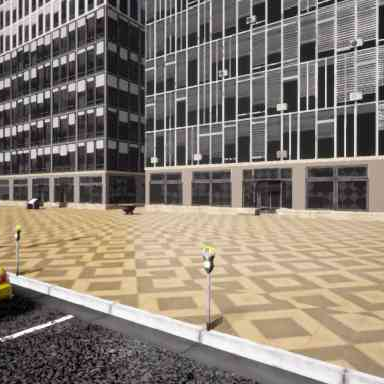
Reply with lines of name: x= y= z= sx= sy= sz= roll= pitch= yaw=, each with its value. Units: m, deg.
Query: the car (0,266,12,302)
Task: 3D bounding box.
car: x=-5.565 y=1.526 z=6.835 sx=4.829 sy=1.417 sz=1.752 roll=0 pitch=0 yaw=35
